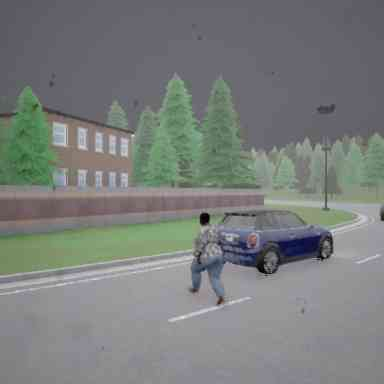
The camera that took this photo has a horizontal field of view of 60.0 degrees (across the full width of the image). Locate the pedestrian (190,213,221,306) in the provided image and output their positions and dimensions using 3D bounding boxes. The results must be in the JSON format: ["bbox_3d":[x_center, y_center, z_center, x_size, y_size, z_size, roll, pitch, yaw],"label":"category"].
[{"bbox_3d":[0.284,1.294,6.771,0.375,1.860,0.375,0,0,-38],"label":"pedestrian"}]

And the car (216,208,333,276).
[{"bbox_3d":[2.653,1.351,10.710,4.553,1.767,2.097,0,0,-41],"label":"car"}]

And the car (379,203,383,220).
[{"bbox_3d":[16.847,1.351,27.686,2.097,1.767,4.553,0,0,28],"label":"car"}]
